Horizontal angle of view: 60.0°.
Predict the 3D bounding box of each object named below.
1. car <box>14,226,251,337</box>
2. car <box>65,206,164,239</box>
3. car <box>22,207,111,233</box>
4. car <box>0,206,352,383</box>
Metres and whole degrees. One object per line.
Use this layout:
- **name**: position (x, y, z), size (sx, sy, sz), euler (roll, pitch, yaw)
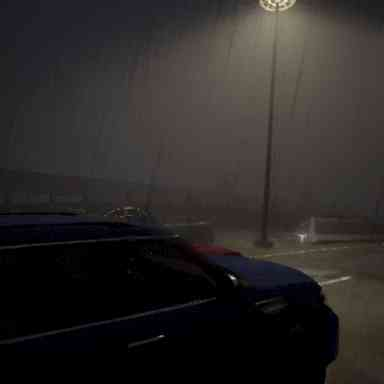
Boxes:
- **car**: position (-1.089, 1.601, 7.270), size (4.718, 1.301, 1.895), euler (0, 0, -36)
- **car**: position (-4.151, 1.548, 18.229), size (4.892, 1.490, 1.837), euler (1, -1, -36)
- **car**: position (-7.523, 1.621, 20.123), size (4.718, 1.301, 1.895), euler (1, -1, -36)
- **car**: position (-1.002, 1.218, 3.032), size (5.566, 2.045, 2.150), euler (0, 0, -36)
